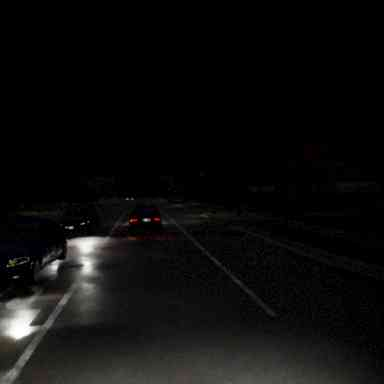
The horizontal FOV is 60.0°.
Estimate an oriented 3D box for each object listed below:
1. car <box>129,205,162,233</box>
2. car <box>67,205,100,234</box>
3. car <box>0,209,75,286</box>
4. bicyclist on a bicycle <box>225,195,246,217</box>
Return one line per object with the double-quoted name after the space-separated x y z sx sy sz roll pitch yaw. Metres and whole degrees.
-2.770 1.501 19.689 2.033 1.411 5.357 -1 0 -9 "car"
-6.413 1.520 19.066 1.837 1.490 4.892 -1 1 -9 "car"
-4.961 1.519 9.624 1.882 1.535 5.008 -1 0 -9 "car"
3.270 1.052 24.920 1.656 1.620 0.582 -1 0 -9 "bicyclist on a bicycle"
